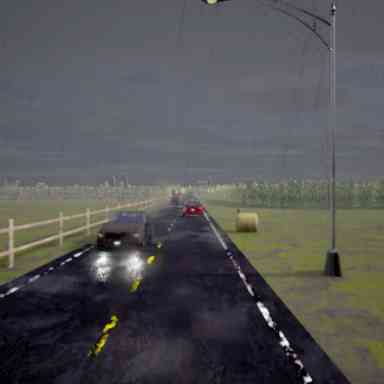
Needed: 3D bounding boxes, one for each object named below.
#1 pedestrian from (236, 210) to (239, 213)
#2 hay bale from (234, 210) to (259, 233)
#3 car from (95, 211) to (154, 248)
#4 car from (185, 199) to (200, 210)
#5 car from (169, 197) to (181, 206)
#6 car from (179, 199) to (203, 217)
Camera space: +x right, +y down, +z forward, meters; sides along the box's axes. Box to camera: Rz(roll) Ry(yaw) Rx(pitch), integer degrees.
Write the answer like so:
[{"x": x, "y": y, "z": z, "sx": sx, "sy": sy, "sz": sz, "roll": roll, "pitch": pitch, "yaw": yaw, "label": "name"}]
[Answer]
[{"x": 2.823, "y": 1.339, "z": 20.335, "sx": 0.375, "sy": 1.860, "sz": 0.375, "roll": -1, "pitch": 1, "yaw": -1, "label": "pedestrian"}, {"x": 3.131, "y": 1.693, "z": 19.220, "sx": 1.220, "sy": 1.180, "sz": 1.240, "roll": 1, "pitch": 1, "yaw": 0, "label": "hay bale"}, {"x": -2.852, "y": 1.579, "z": 15.340, "sx": 2.033, "sy": 1.411, "sz": 5.357, "roll": 0, "pitch": 0, "yaw": 0, "label": "car"}, {"x": 0.044, "y": 1.668, "z": 45.215, "sx": 1.895, "sy": 1.301, "sz": 4.718, "roll": 0, "pitch": 0, "yaw": 1, "label": "car"}, {"x": -2.807, "y": 1.574, "z": 57.092, "sx": 1.837, "sy": 1.490, "sz": 4.892, "roll": 0, "pitch": 0, "yaw": 0, "label": "car"}, {"x": 0.052, "y": 1.621, "z": 32.511, "sx": 1.994, "sy": 1.385, "sz": 4.181, "roll": 0, "pitch": 0, "yaw": 0, "label": "car"}]
